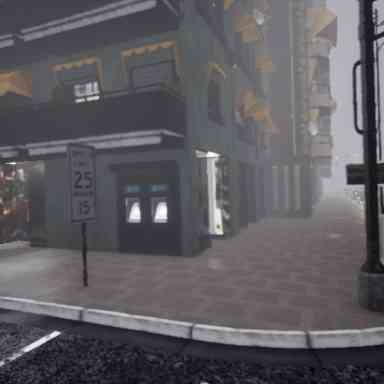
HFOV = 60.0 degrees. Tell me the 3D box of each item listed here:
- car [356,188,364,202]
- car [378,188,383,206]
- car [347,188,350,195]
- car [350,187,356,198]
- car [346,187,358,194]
[{"bbox_3d":[22.014,0.460,41.590,1.802,1.307,4.206,-2,1,23],"label":"car"},{"bbox_3d":[17.772,0.570,31.370,1.967,1.590,4.097,-2,1,23],"label":"car"},{"bbox_3d":[32.605,-0.188,67.137,2.008,1.369,4.403,-2,1,23],"label":"car"},{"bbox_3d":[26.246,0.069,51.808,1.967,1.590,4.097,-2,1,23],"label":"car"},{"bbox_3d":[34.724,-0.309,72.247,2.008,1.369,4.403,-2,1,23],"label":"car"}]
